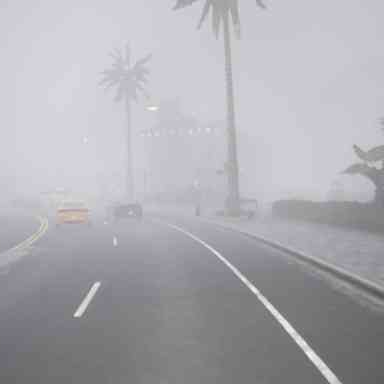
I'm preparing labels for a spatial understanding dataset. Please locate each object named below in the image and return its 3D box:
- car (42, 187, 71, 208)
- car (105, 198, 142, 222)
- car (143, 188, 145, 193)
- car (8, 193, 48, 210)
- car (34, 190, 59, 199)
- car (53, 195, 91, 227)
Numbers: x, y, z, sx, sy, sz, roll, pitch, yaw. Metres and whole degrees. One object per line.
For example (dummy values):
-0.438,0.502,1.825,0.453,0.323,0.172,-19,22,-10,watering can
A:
-16.159,0.739,38.870,5.566,2.045,2.150,0,1,41,car
-4.968,1.172,23.770,1.882,1.535,5.008,0,1,-24,car
-9.836,0.494,71.361,4.674,1.452,2.002,0,1,25,car
-18.067,1.109,35.987,5.357,1.411,2.033,1,1,42,car
-29.856,0.417,68.152,4.553,1.767,2.185,0,1,25,car
-7.403,1.219,20.644,1.882,1.535,5.008,0,1,-22,car
